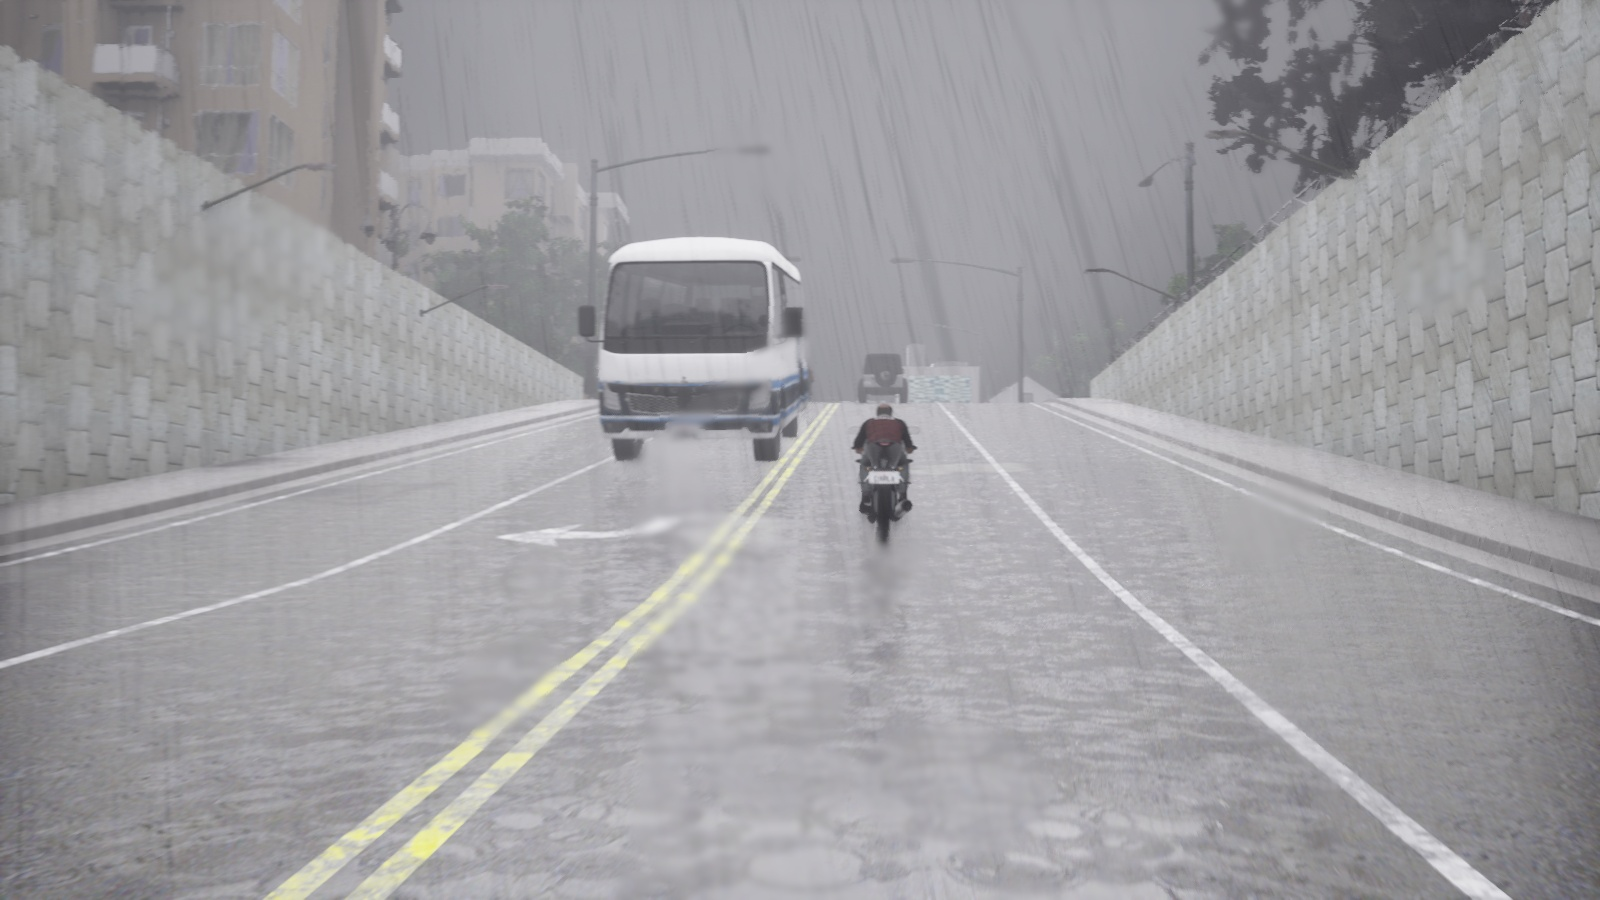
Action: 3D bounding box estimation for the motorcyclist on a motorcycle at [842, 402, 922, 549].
[{"bbox_3d":[0.961,0.238,14.826,0.866,1.530,2.191,0,5,4],"label":"motorcyclist on a motorcycle"}]

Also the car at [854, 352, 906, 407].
[{"bbox_3d":[3.109,-2.697,48.719,1.905,1.878,3.866,0,-1,4],"label":"car"}]

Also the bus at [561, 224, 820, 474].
[{"bbox_3d":[-1.793,-2.160,26.678,3.944,4.253,10.273,0,5,4],"label":"bus"}]
